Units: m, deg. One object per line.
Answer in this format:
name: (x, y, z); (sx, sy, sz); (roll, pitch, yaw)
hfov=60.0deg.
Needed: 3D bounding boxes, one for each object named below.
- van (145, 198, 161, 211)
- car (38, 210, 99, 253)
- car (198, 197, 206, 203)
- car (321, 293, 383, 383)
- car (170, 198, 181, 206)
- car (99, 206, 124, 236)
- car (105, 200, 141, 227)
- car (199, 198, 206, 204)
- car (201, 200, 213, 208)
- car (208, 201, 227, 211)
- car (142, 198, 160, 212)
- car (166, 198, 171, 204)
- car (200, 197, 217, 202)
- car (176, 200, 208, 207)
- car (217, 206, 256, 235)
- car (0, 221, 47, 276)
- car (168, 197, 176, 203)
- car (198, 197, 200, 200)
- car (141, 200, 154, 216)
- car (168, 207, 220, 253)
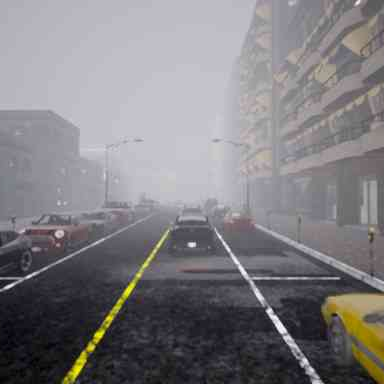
van: (-5.620, 1.802, 48.236); (1.690, 1.788, 3.998); (1, -1, 0)
car: (-5.668, 1.575, 14.117); (1.967, 1.590, 4.097); (1, -1, 0)
car: (2.752, 2.226, 93.784); (2.192, 1.841, 5.009); (1, -1, 0)
car: (2.705, 1.554, 2.970); (1.752, 1.417, 4.829); (1, -1, 0)
car: (-2.966, 2.230, 71.825); (2.033, 1.411, 5.357); (0, -1, 0)
car: (-5.667, 1.754, 19.802); (1.947, 1.339, 4.313); (1, -1, 0)
car: (-5.659, 1.558, 25.490); (2.192, 1.841, 5.009); (1, -1, 0)
car: (2.746, 2.381, 88.265); (1.752, 1.417, 4.829); (1, -1, 0)
car: (2.732, 2.138, 59.664); (1.947, 1.339, 4.313); (1, -1, 0)
car: (2.719, 1.843, 31.232); (1.887, 1.381, 4.507); (1, -1, 0)
car: (-5.638, 1.721, 42.550); (2.192, 1.841, 5.009); (1, -1, 0)
car: (-5.604, 2.320, 82.184); (1.752, 1.417, 4.829); (1, -1, 0)
car: (2.731, 1.777, 48.293); (2.192, 1.841, 5.009); (1, -1, 0)
car: (0.019, 1.772, 29.309); (2.128, 1.511, 4.902); (0, 0, 0)
car: (2.713, 1.771, 19.858); (1.802, 1.307, 4.206); (1, -1, 0)
car: (-5.673, 1.646, 8.430); (1.947, 1.339, 4.313); (1, -1, 0)
car: (-5.597, 2.350, 93.727); (1.967, 1.590, 4.097); (1, -1, 0)
car: (2.743, 2.348, 82.408); (2.008, 1.369, 4.403); (1, -1, 0)
car: (-5.667, 1.933, 36.861); (1.802, 1.307, 4.206); (1, -1, 0)
car: (0.011, 1.645, 14.304); (1.837, 1.490, 4.892); (0, 0, 0)
